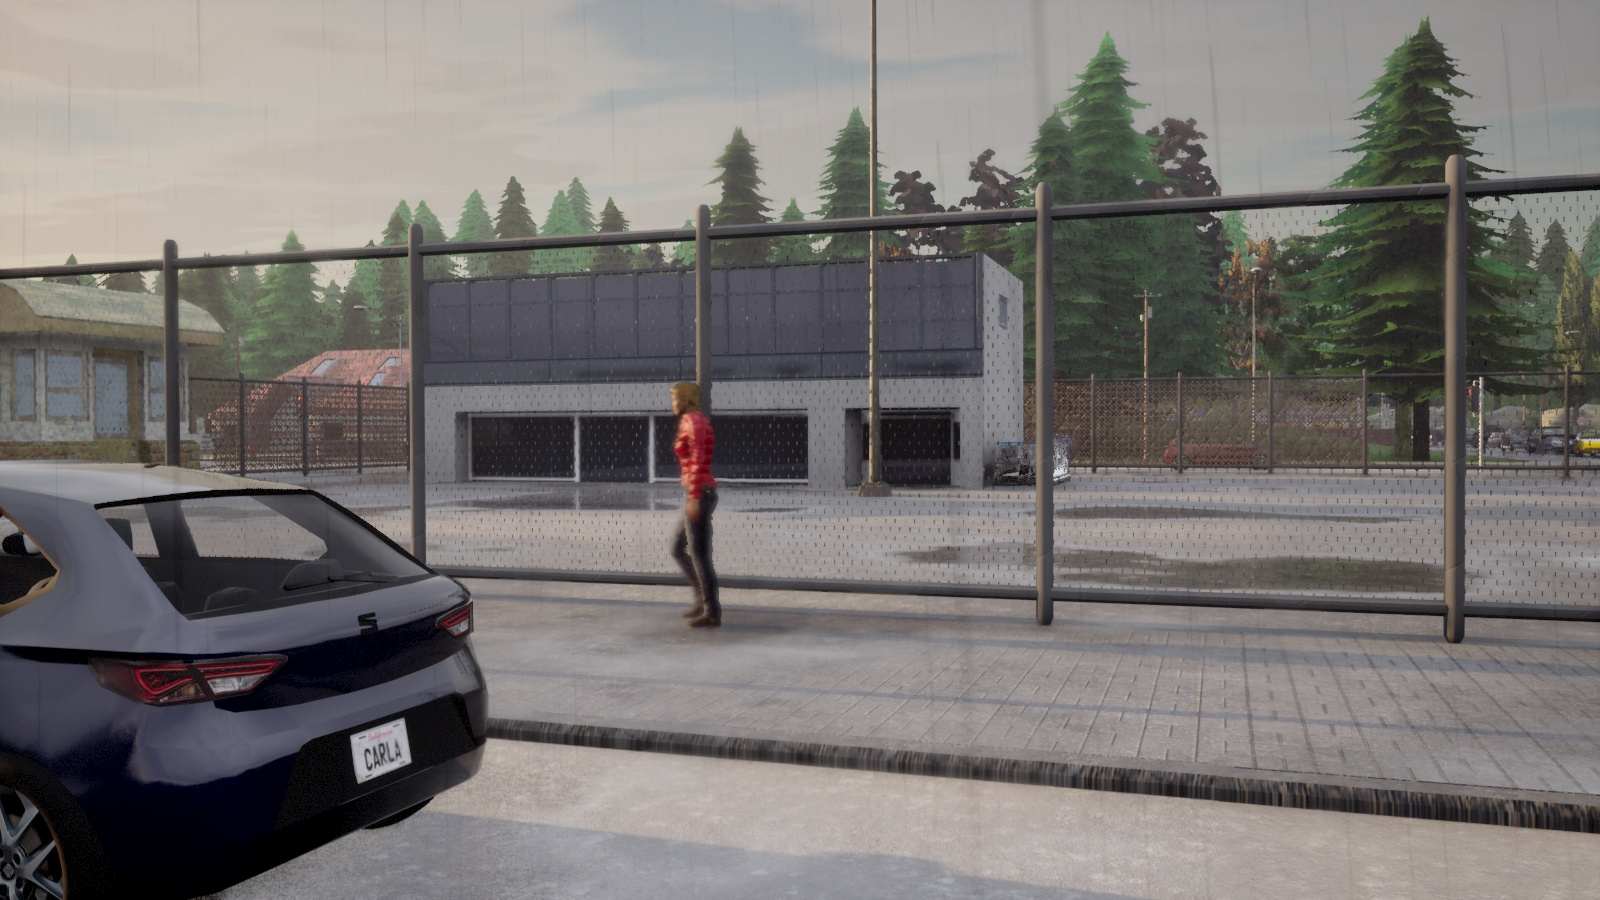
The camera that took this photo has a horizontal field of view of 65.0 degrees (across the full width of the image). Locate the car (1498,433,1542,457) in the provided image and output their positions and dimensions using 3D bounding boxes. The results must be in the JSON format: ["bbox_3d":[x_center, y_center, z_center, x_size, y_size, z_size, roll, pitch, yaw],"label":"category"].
[{"bbox_3d":[47.324,-0.341,82.579,1.789,1.549,3.705,1,1,19],"label":"car"}]

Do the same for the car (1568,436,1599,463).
[{"bbox_3d":[42.040,-0.034,66.897,1.481,1.376,2.207,1,1,19],"label":"car"}]

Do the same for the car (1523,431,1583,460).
[{"bbox_3d":[44.609,-0.271,74.526,2.033,1.649,4.856,1,1,19],"label":"car"}]

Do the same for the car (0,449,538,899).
[{"bbox_3d":[-3.310,0.751,4.801,4.193,1.474,1.816,1,1,20],"label":"car"}]

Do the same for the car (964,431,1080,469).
[{"bbox_3d":[9.298,-0.033,52.617,4.514,1.525,2.007,1,1,19],"label":"car"}]

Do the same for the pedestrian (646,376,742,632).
[{"bbox_3d":[-0.778,0.385,9.265,0.636,1.846,0.331,0,1,8],"label":"pedestrian"}]

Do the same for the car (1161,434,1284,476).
[{"bbox_3d":[15.545,0.157,46.299,4.193,1.474,1.816,1,1,19],"label":"car"}]
